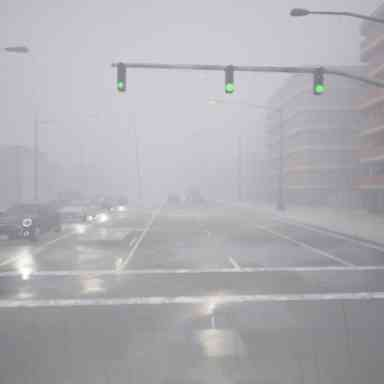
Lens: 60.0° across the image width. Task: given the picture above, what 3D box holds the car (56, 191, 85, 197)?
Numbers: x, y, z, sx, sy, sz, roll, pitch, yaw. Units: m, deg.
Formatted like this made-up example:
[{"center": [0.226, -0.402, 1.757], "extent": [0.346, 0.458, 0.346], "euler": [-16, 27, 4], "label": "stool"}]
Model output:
[{"center": [-12.508, 0.884, 34.141], "extent": [2.150, 2.045, 5.566], "euler": [0, 1, -4], "label": "car"}]

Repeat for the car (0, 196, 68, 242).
[{"center": [-7.900, 1.280, 15.970], "extent": [2.097, 1.767, 4.553], "euler": [0, 1, -4], "label": "car"}]

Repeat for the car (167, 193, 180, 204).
[{"center": [-2.649, 0.913, 47.955], "extent": [1.882, 1.535, 5.008], "euler": [0, 1, -4], "label": "car"}]

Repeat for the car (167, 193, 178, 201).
[{"center": [-3.366, 0.892, 58.011], "extent": [1.895, 1.301, 4.718], "euler": [0, 0, -4], "label": "car"}]

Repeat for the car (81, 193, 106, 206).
[{"center": [-13.100, 0.984, 44.376], "extent": [2.128, 1.511, 4.902], "euler": [0, 1, -3], "label": "car"}]

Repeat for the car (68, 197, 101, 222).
[{"center": [-8.443, 1.341, 24.836], "extent": [1.812, 1.442, 4.674], "euler": [0, 1, -3], "label": "car"}]

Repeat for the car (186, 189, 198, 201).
[{"center": [0.144, 0.514, 57.977], "extent": [2.150, 2.045, 5.566], "euler": [0, 0, -4], "label": "car"}]

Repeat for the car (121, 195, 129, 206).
[{"center": [-9.588, 1.097, 44.213], "extent": [1.895, 1.301, 4.718], "euler": [0, 1, -3], "label": "car"}]

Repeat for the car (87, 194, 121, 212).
[{"center": [-9.006, 1.153, 34.100], "extent": [2.128, 1.511, 4.902], "euler": [0, 1, -3], "label": "car"}]

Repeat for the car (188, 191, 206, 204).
[{"center": [0.855, 1.000, 48.019], "extent": [1.994, 1.385, 4.181], "euler": [0, 1, -3], "label": "car"}]

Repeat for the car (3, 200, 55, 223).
[{"center": [-11.942, 1.380, 24.714], "extent": [1.994, 1.385, 4.181], "euler": [0, 1, -4], "label": "car"}]
